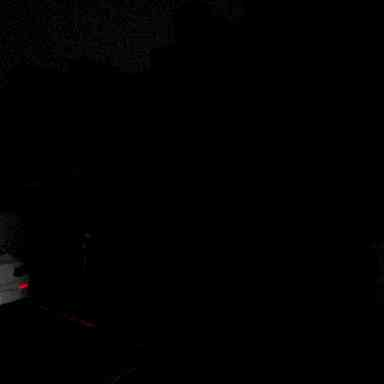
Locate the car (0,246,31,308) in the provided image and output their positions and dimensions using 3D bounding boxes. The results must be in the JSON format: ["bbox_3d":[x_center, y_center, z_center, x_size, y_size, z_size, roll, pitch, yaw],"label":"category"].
[{"bbox_3d":[-4.994,1.500,6.561,4.674,1.442,1.812,0,0,36],"label":"car"}]
